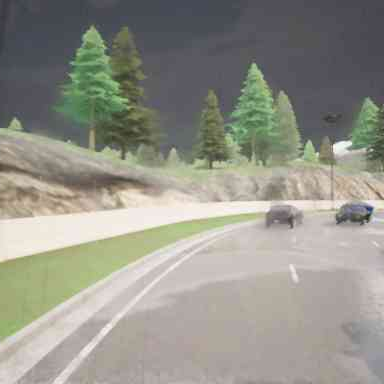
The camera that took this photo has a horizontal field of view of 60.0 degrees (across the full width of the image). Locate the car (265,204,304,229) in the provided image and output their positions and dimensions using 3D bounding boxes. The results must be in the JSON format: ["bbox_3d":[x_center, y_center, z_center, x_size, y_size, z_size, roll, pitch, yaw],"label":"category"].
[{"bbox_3d":[6.446,1.614,22.909,1.837,1.490,4.892,0,0,28],"label":"car"}]

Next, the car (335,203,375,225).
[{"bbox_3d":[12.437,1.770,25.422,1.895,1.301,4.718,0,0,36],"label":"car"}]

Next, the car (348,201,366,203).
[{"bbox_3d":[18.493,1.728,36.970,5.008,1.535,1.882,1,0,-40],"label":"car"}]
